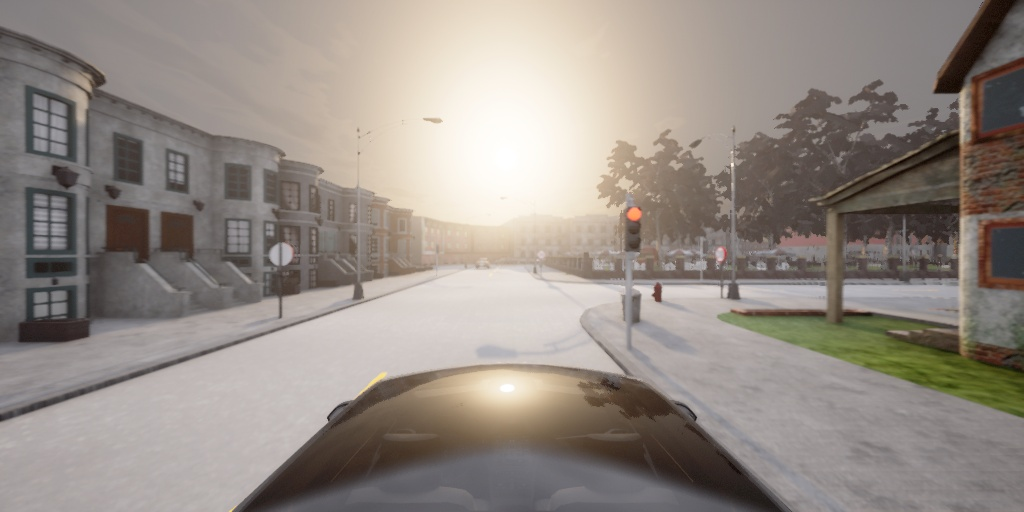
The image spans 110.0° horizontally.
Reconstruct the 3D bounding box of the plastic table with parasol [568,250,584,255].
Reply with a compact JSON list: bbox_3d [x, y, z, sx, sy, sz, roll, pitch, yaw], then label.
[{"bbox_3d":[10.013,0.458,50.306,2.482,2.480,2.482,0,0,-38],"label":"plastic table with parasol"}]

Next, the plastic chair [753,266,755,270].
[{"bbox_3d":[22.997,1.158,33.042,0.750,1.272,0.730,0,0,-40],"label":"plastic chair"}]

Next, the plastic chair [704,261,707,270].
[{"bbox_3d":[19.147,1.183,35.765,0.750,1.272,0.730,0,0,-35],"label":"plastic chair"}]

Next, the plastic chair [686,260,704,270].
[{"bbox_3d":[16.196,1.201,31.756,0.750,1.272,0.730,0,0,-35],"label":"plastic chair"}]

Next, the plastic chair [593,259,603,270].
[{"bbox_3d":[8.592,1.181,35.472,0.730,1.272,0.750,0,0,-40],"label":"plastic chair"}]

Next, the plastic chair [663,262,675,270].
[{"bbox_3d":[14.263,1.213,31.985,0.730,1.272,0.750,0,0,-40],"label":"plastic chair"}]

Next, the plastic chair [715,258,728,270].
[{"bbox_3d":[22.895,1.155,38.994,0.750,1.272,0.730,0,0,-34],"label":"plastic chair"}]

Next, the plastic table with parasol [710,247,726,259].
[{"bbox_3d":[22.051,0.484,39.986,2.482,2.480,2.482,0,0,-39],"label":"plastic table with parasol"}]

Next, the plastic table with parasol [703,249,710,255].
[{"bbox_3d":[18.259,0.548,36.717,2.482,2.480,2.482,0,0,-42],"label":"plastic table with parasol"}]

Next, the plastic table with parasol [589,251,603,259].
[{"bbox_3d":[9.623,0.577,36.217,2.482,2.480,2.482,0,0,-40],"label":"plastic table with parasol"}]

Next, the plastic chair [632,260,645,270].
[{"bbox_3d":[10.966,1.236,30.754,0.750,1.272,0.730,0,0,-35],"label":"plastic chair"}]

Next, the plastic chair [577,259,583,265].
[{"bbox_3d":[9.028,1.099,49.582,0.730,1.272,0.750,0,0,-40],"label":"plastic chair"}]

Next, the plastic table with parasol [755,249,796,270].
[{"bbox_3d":[23.736,0.575,32.022,2.482,2.480,2.482,0,0,-40],"label":"plastic table with parasol"}]

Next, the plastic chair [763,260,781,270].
[{"bbox_3d":[22.710,1.183,31.267,0.730,1.272,0.750,0,0,-39],"label":"plastic chair"}]

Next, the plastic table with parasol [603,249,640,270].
[{"bbox_3d":[10.064,0.628,31.727,2.482,2.480,2.482,0,0,-40],"label":"plastic table with parasol"}]

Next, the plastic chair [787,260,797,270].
[{"bbox_3d":[24.636,1.210,31.049,0.750,1.272,0.730,0,0,-35],"label":"plastic chair"}]

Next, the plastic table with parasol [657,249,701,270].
[{"bbox_3d":[15.294,0.594,32.729,2.482,2.480,2.482,0,0,-40],"label":"plastic table with parasol"}]

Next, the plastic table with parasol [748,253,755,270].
[{"bbox_3d":[26.472,0.566,37.343,2.482,2.480,2.482,0,0,-40],"label":"plastic table with parasol"}]

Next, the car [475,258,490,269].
[{"bbox_3d":[-4.132,1.066,51.202,2.128,1.511,4.902,0,0,0],"label":"car"}]

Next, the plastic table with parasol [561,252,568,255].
[{"bbox_3d":[9.216,0.535,58.003,2.482,2.480,2.482,0,0,0],"label":"plastic table with parasol"}]

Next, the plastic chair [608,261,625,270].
[{"bbox_3d":[9.033,1.235,30.983,0.730,1.272,0.750,0,0,-40],"label":"plastic chair"}]
